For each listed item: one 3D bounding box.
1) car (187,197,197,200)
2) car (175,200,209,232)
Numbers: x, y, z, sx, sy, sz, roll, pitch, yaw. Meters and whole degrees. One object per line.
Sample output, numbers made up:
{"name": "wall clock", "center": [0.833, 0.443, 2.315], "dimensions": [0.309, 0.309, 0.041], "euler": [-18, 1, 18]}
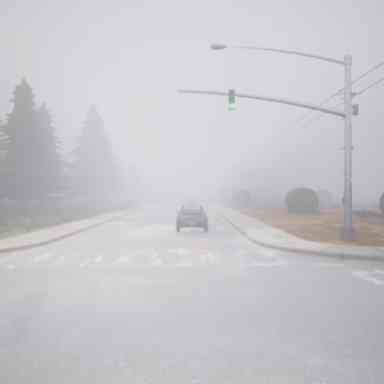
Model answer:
{"name": "car", "center": [0.020, 1.512, 47.053], "dimensions": [1.837, 1.490, 4.892], "euler": [0, 1, 0]}
{"name": "car", "center": [0.001, 1.497, 20.045], "dimensions": [2.128, 1.511, 4.902], "euler": [0, 0, 0]}
